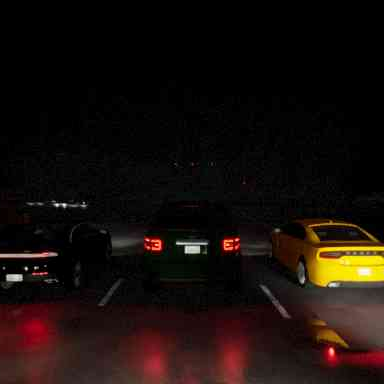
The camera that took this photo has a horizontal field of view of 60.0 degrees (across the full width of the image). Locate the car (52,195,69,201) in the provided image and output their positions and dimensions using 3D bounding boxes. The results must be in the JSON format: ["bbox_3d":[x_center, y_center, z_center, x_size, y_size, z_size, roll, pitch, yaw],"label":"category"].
[{"bbox_3d":[-29.206,1.264,74.079,1.895,1.301,4.718,0,0,-1],"label":"car"}]

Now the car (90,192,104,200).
[{"bbox_3d":[-22.276,1.003,78.067,2.097,1.767,4.553,0,0,-1],"label":"car"}]

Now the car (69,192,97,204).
[{"bbox_3d":[-18.484,0.986,56.871,2.150,2.045,5.566,0,0,-1],"label":"car"}]

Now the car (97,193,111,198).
[{"bbox_3d":[-18.590,1.246,67.466,2.033,1.411,5.357,0,0,-1],"label":"car"}]

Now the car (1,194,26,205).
[{"bbox_3d":[-28.931,1.132,54.040,2.097,1.767,4.553,0,0,-1],"label":"car"}]

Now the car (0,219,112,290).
[{"bbox_3d":[-3.522,1.482,9.012,2.128,1.511,4.902,0,0,0],"label":"car"}]

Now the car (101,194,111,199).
[{"bbox_3d":[-22.777,1.145,88.111,1.994,1.385,4.181,0,0,-4],"label":"car"}]

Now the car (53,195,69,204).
[{"bbox_3d":[-21.988,1.324,57.685,1.994,1.385,4.181,0,0,-1],"label":"car"}]

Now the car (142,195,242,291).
[{"bbox_3d":[-0.014,1.212,9.157,2.150,2.045,5.566,0,0,0],"label":"car"}]

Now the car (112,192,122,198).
[{"bbox_3d":[-18.793,1.182,79.026,2.033,1.411,5.357,0,0,-1],"label":"car"}]

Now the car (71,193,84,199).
[{"bbox_3d":[-29.605,1.127,86.079,1.812,1.442,4.674,0,0,-4],"label":"car"}]

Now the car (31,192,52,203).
[{"bbox_3d":[-29.038,0.948,64.369,2.150,2.045,5.566,0,0,-1],"label":"car"}]

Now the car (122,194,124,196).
[{"bbox_3d":[-19.805,1.123,92.106,1.994,1.385,4.181,0,0,-7],"label":"car"}]

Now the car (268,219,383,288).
[{"bbox_3d":[3.475,1.468,9.211,1.882,1.535,5.008,0,0,0],"label":"car"}]

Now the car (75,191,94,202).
[{"bbox_3d":[-22.107,0.926,68.394,2.150,2.045,5.566,0,0,-1],"label":"car"}]
